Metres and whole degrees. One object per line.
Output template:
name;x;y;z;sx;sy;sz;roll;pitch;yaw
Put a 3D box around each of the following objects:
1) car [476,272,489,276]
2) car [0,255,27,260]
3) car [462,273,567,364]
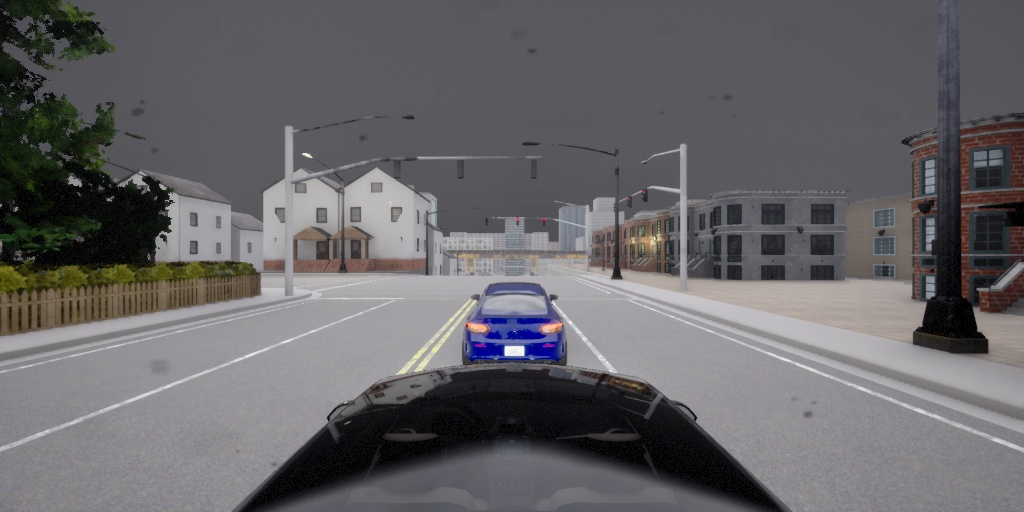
car;-3.623;2.929;47.193;2.097;1.767;4.553;-1;-13;0
car;-44.725;0.971;30.630;5.566;2.045;2.150;0;0;0
car;0.056;1.276;7.735;1.812;1.442;4.674;0;0;0
